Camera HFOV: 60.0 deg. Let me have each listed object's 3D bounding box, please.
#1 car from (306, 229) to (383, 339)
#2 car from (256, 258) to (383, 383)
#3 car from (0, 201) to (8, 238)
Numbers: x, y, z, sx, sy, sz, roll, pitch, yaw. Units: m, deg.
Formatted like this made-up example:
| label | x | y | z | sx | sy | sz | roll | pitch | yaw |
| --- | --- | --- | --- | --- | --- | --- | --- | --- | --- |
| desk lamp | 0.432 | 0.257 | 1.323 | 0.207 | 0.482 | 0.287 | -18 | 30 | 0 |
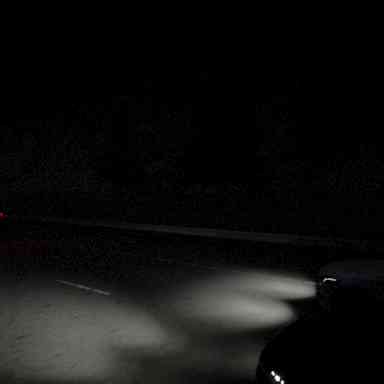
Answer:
| label | x | y | z | sx | sy | sz | roll | pitch | yaw |
| --- | --- | --- | --- | --- | --- | --- | --- | --- | --- |
| car | 4.402 | 1.526 | 5.149 | 4.674 | 1.442 | 1.812 | 0 | 0 | 36 |
| car | 2.784 | 1.492 | 2.006 | 4.902 | 1.511 | 2.128 | 0 | 0 | 35 |
| car | -11.248 | 1.221 | 16.302 | 5.566 | 2.045 | 2.150 | 0 | 0 | 35 |
